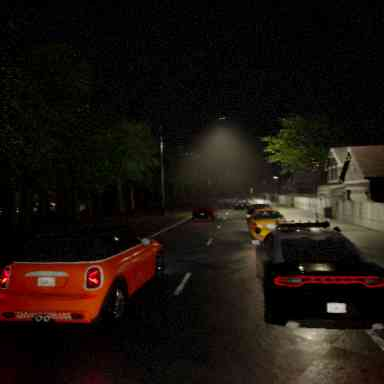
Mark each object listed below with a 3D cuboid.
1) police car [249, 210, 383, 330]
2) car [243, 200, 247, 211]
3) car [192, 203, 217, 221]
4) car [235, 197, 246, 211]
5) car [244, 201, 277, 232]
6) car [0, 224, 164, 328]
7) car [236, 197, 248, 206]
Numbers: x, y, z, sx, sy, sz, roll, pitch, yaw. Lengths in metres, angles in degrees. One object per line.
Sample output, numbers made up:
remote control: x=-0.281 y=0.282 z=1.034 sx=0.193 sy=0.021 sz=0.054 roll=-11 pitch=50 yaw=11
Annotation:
police car: x=2.374 y=1.423 z=7.191 sx=1.930 sy=1.638 sz=5.238 roll=-2 pitch=-1 yaw=8
car: x=4.662 y=1.561 z=22.913 sx=1.837 sy=1.490 sz=4.892 roll=-2 pitch=0 yaw=8
car: x=1.221 y=1.694 z=30.174 sx=1.882 sy=1.535 sz=5.008 roll=-2 pitch=0 yaw=8
car: x=6.646 y=1.664 z=43.750 sx=1.994 sy=1.385 sz=4.181 roll=-2 pitch=0 yaw=9
car: x=3.825 y=1.495 z=17.164 sx=1.801 sy=1.575 sz=5.366 roll=-2 pitch=0 yaw=8
car: x=-2.072 y=1.497 z=7.542 sx=2.097 sy=1.767 sz=4.553 roll=-2 pitch=-1 yaw=8
car: x=8.918 y=1.624 z=59.501 sx=2.033 sy=1.411 sz=5.357 roll=-2 pitch=0 yaw=8
